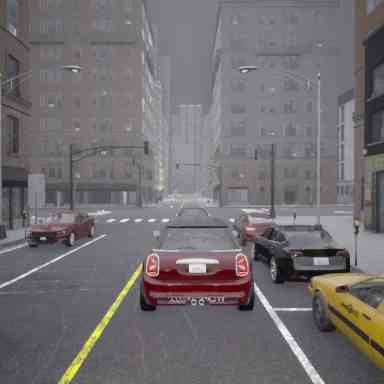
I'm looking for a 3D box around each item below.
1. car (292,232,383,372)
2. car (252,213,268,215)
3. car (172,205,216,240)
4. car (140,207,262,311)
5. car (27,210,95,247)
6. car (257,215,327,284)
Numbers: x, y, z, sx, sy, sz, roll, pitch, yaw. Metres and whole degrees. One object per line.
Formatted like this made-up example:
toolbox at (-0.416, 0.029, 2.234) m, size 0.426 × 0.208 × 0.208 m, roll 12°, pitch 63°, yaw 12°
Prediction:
car at (2.859, 1.524, 4.000) m, size 1.752 × 1.417 × 4.829 m, roll -1°, pitch 0°, yaw 0°
car at (2.839, 1.577, 15.002) m, size 1.802 × 1.307 × 4.206 m, roll -1°, pitch 0°, yaw 0°
car at (0.064, 1.542, 18.159) m, size 2.033 × 1.411 × 5.357 m, roll 0°, pitch 0°, yaw 0°
car at (0.086, 1.350, 7.920) m, size 2.097 × 1.767 × 4.553 m, roll 0°, pitch 0°, yaw 0°
car at (-5.707, 1.540, 14.983) m, size 1.887 × 1.381 × 4.507 m, roll -1°, pitch 0°, yaw 0°
car at (2.849, 1.563, 9.416) m, size 1.947 × 1.339 × 4.313 m, roll -1°, pitch 0°, yaw 0°
